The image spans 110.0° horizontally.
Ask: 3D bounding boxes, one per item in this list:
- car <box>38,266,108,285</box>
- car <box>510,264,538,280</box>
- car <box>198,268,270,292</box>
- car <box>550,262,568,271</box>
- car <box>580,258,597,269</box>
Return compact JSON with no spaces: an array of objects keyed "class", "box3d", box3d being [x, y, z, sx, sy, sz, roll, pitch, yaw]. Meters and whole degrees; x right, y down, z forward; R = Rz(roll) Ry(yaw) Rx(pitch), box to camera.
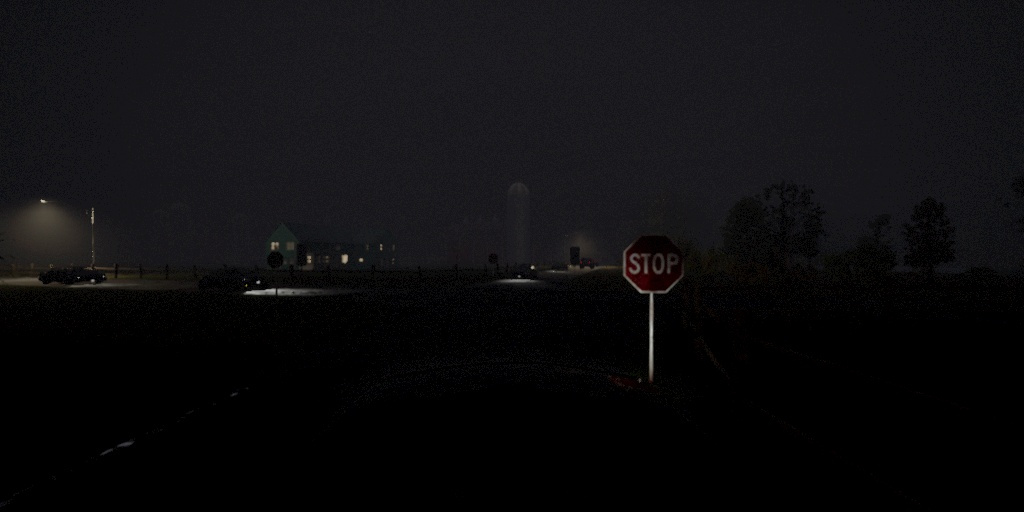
[{"class":"car","box3d":[-34.223,1.492,27.899,5.357,1.411,2.033,0,0,17]},{"class":"car","box3d":[1.280,1.457,34.561,2.033,1.411,5.357,0,0,14]},{"class":"car","box3d":[-17.523,1.448,22.667,4.181,1.385,1.994,0,0,17]},{"class":"car","box3d":[7.291,1.562,54.612,2.033,1.411,5.357,0,0,19]},{"class":"car","box3d":[13.405,1.298,64.019,2.150,2.045,5.566,0,0,18]}]
